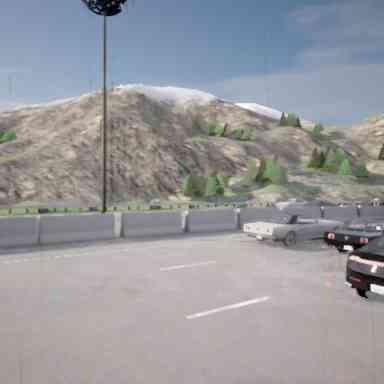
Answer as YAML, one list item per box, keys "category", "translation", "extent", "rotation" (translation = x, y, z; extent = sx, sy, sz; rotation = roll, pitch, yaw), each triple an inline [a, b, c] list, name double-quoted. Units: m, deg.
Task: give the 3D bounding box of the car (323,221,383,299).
- category: "car"
  translation: [5.324, 1.491, 7.094]
  extent: [4.902, 1.511, 2.128]
  rotation: [0, 0, -32]

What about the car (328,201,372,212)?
- category: "car"
  translation: [16.208, 1.583, 32.843]
  extent: [4.718, 1.301, 1.895]
  rotation: [0, 0, -24]

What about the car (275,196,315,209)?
- category: "car"
  translation: [11.758, 1.490, 38.484]
  extent: [4.674, 1.442, 1.812]
  rotation: [0, 0, -24]

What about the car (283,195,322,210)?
- category: "car"
  translation: [14.382, 1.314, 43.456]
  extent: [4.553, 1.767, 2.097]
  rotation: [0, 0, -23]

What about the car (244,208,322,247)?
- category: "car"
  translation: [4.708, 1.587, 14.919]
  extent: [4.718, 1.301, 1.895]
  rotation: [0, 0, -31]

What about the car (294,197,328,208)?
- category: "car"
  translation: [13.455, 1.536, 35.406]
  extent: [4.181, 1.385, 1.994]
  rotation: [0, 0, -24]

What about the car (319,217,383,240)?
- category: "car"
  translation: [7.166, 1.596, 12.307]
  extent: [4.718, 1.301, 1.895]
  rotation: [0, 0, -30]
